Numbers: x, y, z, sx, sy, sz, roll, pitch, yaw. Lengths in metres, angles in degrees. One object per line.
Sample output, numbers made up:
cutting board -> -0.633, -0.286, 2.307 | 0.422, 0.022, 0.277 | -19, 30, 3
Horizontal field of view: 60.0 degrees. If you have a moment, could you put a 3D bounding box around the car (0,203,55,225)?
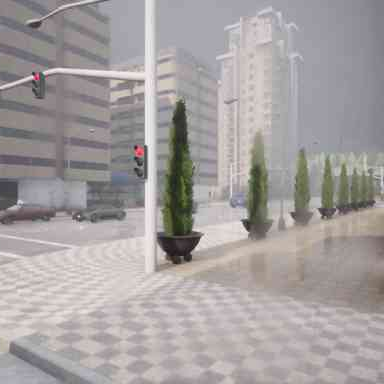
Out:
car -> -12.477, 1.582, 24.625 | 1.812, 1.442, 4.674 | 0, 0, 34

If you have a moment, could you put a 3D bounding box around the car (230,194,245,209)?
car -> 7.490, 1.279, 47.436 | 2.150, 2.045, 5.566 | 0, 0, 35

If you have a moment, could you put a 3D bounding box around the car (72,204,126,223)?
car -> -7.206, 1.619, 26.147 | 1.994, 1.385, 4.181 | 0, 0, 35

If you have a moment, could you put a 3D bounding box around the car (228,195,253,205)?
car -> 7.968, 1.251, 54.213 | 1.882, 1.535, 5.008 | 0, 0, 35
